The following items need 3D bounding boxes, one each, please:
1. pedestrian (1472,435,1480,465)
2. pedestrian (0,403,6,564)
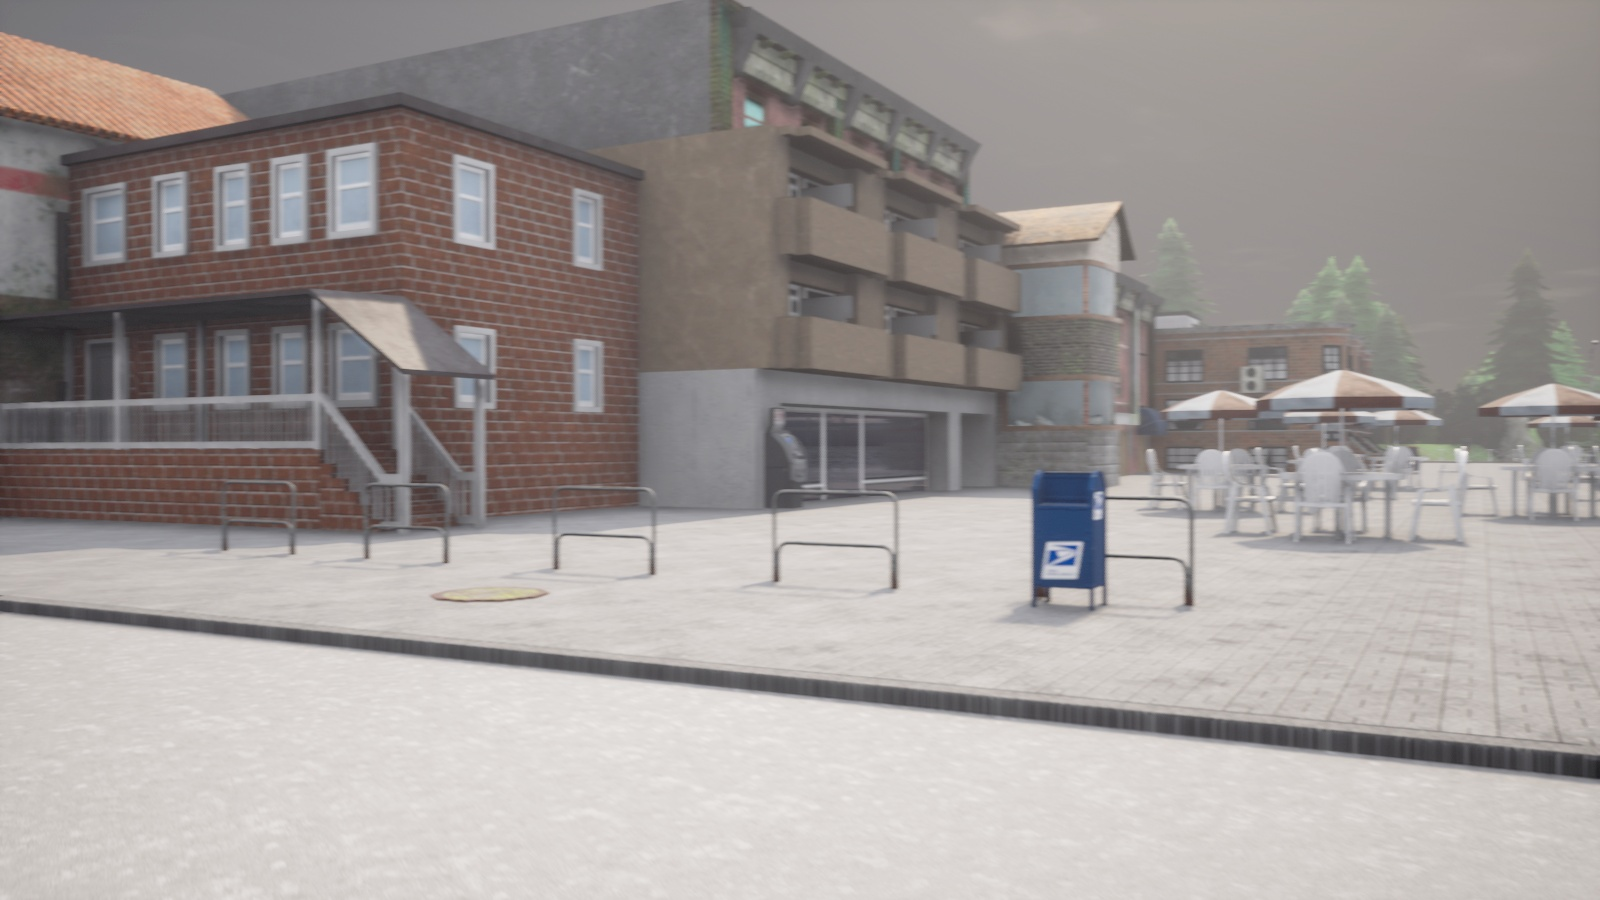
[{"bbox_3d":[41.649,-0.012,77.317,0.353,1.847,0.614,0,0,20],"label":"pedestrian"},{"bbox_3d":[-9.934,0.400,15.116,0.692,1.930,0.395,0,0,36],"label":"pedestrian"}]
